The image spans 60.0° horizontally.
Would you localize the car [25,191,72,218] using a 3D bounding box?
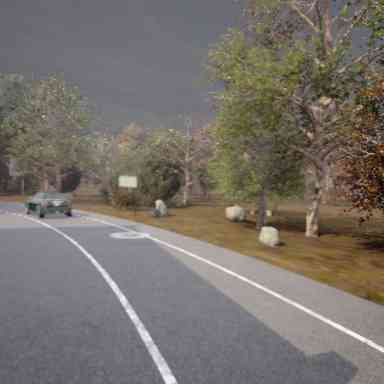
[{"bbox_3d":[-10.046,0.739,23.116,2.097,1.767,4.553,0,2,-40],"label":"car"}]
